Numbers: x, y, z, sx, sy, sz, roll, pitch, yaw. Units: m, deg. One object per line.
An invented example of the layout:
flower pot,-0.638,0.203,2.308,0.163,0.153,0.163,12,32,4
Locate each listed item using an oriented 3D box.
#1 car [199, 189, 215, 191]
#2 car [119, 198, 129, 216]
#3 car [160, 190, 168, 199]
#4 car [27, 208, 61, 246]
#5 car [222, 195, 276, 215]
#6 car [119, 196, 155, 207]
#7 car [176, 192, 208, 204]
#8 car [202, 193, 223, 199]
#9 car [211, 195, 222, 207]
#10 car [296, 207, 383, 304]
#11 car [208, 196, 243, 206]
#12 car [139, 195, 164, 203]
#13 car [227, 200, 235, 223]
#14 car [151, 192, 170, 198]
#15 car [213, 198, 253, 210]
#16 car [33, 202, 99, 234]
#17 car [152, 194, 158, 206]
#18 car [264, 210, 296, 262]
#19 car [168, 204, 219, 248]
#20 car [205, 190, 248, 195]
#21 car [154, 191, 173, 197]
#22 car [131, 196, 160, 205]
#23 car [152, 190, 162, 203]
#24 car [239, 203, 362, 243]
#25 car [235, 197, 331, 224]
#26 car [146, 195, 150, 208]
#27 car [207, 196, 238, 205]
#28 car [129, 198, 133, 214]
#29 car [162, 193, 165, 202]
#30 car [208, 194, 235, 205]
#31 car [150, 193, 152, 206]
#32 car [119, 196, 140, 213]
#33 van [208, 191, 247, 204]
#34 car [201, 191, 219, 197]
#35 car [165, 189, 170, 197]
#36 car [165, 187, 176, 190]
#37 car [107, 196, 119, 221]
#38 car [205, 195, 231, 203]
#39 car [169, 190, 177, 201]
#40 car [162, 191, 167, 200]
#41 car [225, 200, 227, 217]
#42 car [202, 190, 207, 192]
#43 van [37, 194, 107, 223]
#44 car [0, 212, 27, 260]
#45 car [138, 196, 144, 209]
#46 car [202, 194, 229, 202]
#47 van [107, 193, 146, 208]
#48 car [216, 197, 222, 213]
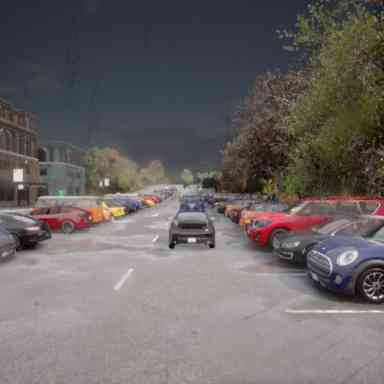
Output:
car,5.225,0.730,88.434,5.366,1.575,1.946,0,3,0
car,-8.226,1.465,27.109,5.366,1.575,1.946,0,0,0
car,-8.009,1.106,71.658,4.553,1.767,2.185,0,1,0
car,-8.037,1.519,13.192,4.674,1.452,2.002,0,0,0
car,5.009,1.342,27.134,4.553,1.767,2.185,0,0,0
car,-8.046,1.428,49.376,5.008,1.535,2.097,0,0,0
car,0.000,1.243,29.695,2.150,2.045,5.566,0,0,0
car,5.034,0.932,82.991,5.008,1.535,2.097,0,2,0
car,5.045,1.450,38.274,5.008,1.535,2.097,0,0,0
car,5.071,1.355,7.639,4.553,1.767,2.185,0,0,0
car,5.225,1.419,52.199,5.366,1.575,1.946,0,0,0
car,-8.038,1.366,66.094,4.674,1.452,2.002,0,1,0
car,5.034,1.474,21.565,5.008,1.535,2.097,0,0,0
car,-8.070,0.873,85.601,4.792,1.488,2.163,0,2,0
car,5.042,1.486,41.059,4.674,1.452,2.002,0,0,0
car,-8.069,1.506,18.758,4.792,1.488,2.163,0,0,0
car,-7.855,1.431,46.592,5.366,1.575,1.946,0,0,0
car,5.046,1.482,10.424,4.892,1.521,2.231,0,0,0
car,0.000,1.516,14.663,1.837,1.490,4.892,0,0,0
car,5.011,1.177,49.413,5.566,2.045,2.435,0,0,0
car,-8.046,0.490,93.955,5.008,1.535,2.097,0,3,0
car,-8.069,1.435,57.728,4.792,1.488,2.163,0,0,0
car,-8.012,1.171,52.158,5.566,2.045,2.435,0,0,0
car,5.044,1.478,15.995,5.008,1.535,2.097,0,0,0
car,5.008,1.351,18.780,4.553,1.767,2.185,0,0,0
car,-8.034,1.447,41.026,4.892,1.521,2.231,0,0,0
car,5.034,1.416,55.107,5.008,1.535,2.097,0,0,0
car,-8.038,1.505,29.892,4.674,1.452,2.002,0,0,0
car,-8.045,1.387,60.515,5.008,1.535,2.097,0,0,0
car,5.071,1.279,57.892,4.553,1.767,2.185,0,0,0
car,-8.072,1.314,43.934,4.553,1.767,2.185,0,0,0
car,-8.045,1.460,32.676,5.008,1.535,2.097,0,0,0
van,4.923,1.208,46.628,4.442,1.987,1.878,0,0,0
car,5.068,0.517,94.018,4.792,1.488,2.163,0,3,0
car,-8.072,0.899,80.017,4.553,1.767,2.185,0,2,0
car,-8.012,0.366,91.153,5.566,2.045,2.435,0,3,0
car,-8.071,1.345,24.325,4.553,1.767,2.185,0,0,0
car,5.045,1.323,66.263,5.008,1.535,2.097,0,1,0
car,-3.500,0.996,76.026,2.097,1.767,4.553,0,1,0
car,-8.009,1.157,68.878,4.553,1.767,2.185,0,1,0
car,5.042,1.511,24.349,4.674,1.452,2.002,0,0,0
car,5.068,1.107,63.471,5.566,2.045,2.435,0,1,0
van,-8.157,1.248,21.605,4.442,1.987,1.878,0,0,0
car,-8.071,1.355,10.409,4.553,1.767,2.185,0,0,0
car,-8.035,1.455,35.459,5.008,1.535,2.097,0,0,0
car,4.854,1.277,69.052,5.366,1.575,1.946,0,1,0
van,-7.923,1.225,38.242,4.442,1.987,1.878,0,0,0
car,5.068,1.490,32.706,4.792,1.488,2.163,0,0,0
